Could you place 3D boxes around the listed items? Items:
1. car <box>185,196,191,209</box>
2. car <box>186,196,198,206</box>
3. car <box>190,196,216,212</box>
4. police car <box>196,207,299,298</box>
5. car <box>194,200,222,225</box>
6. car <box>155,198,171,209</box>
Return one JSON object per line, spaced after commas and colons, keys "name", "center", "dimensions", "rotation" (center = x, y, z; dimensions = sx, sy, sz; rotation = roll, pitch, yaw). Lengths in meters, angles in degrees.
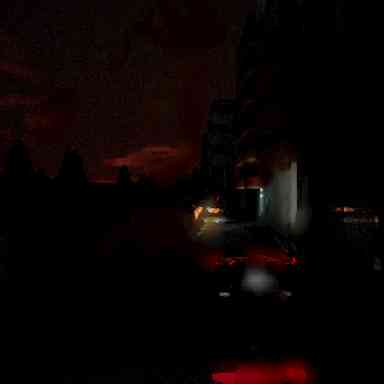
{"name": "car", "center": [0.025, 1.491, 44.505], "dimensions": [2.128, 1.511, 4.902], "rotation": [0, 0, 1]}
{"name": "car", "center": [0.000, 1.505, 56.686], "dimensions": [1.837, 1.490, 4.892], "rotation": [0, 0, 0]}
{"name": "car", "center": [1.147, 1.300, 24.532], "dimensions": [2.097, 1.767, 4.553], "rotation": [-3, 0, 0]}
{"name": "police car", "center": [1.188, 1.420, 8.673], "dimensions": [1.930, 1.638, 5.238], "rotation": [0, 0, 0]}
{"name": "car", "center": [1.200, 1.456, 18.751], "dimensions": [1.801, 1.575, 5.366], "rotation": [0, 0, 0]}
{"name": "car", "center": [-4.000, 1.547, 46.791], "dimensions": [2.033, 1.411, 5.357], "rotation": [0, 0, 0]}
